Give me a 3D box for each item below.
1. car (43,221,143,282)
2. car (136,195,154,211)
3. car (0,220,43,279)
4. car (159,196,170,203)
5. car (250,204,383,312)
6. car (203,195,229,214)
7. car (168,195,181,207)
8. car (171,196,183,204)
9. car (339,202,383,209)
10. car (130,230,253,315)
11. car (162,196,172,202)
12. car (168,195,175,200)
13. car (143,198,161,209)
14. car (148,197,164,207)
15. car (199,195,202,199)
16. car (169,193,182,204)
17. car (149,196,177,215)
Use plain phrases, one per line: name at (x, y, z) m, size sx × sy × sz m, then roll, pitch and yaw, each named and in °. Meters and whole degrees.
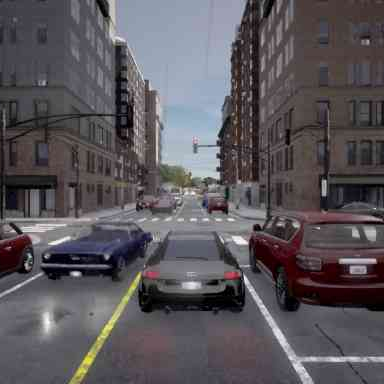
car at (-2.543, 1.600, 9.938) m, size 1.895 × 1.301 × 4.718 m, roll 0°, pitch 0°, yaw 4°
car at (-5.476, 1.313, 40.201) m, size 2.192 × 1.841 × 5.009 m, roll 0°, pitch 0°, yaw 0°
car at (-5.397, 1.440, 7.642) m, size 1.967 × 1.590 × 4.097 m, roll 0°, pitch 0°, yaw 0°
car at (-5.505, 1.540, 67.720) m, size 1.887 × 1.381 × 4.507 m, roll 0°, pitch 0°, yaw 0°
car at (2.628, 1.315, 7.654) m, size 2.192 × 1.841 × 5.009 m, roll 0°, pitch 0°, yaw 0°
car at (2.651, 1.313, 34.710) m, size 2.192 × 1.841 × 5.009 m, roll 0°, pitch 0°, yaw 0°
car at (-2.891, 1.489, 43.284) m, size 2.128 × 1.511 × 4.902 m, roll 0°, pitch 0°, yaw 0°
car at (-2.849, 1.560, 63.222) m, size 1.994 × 1.385 × 4.181 m, roll 0°, pitch 0°, yaw 1°
car at (10.634, 1.470, 22.690) m, size 4.892 × 1.490 × 1.837 m, roll 0°, pitch 0°, yaw -2°
car at (0.014, 1.564, 7.677) m, size 1.994 × 1.385 × 4.181 m, roll 0°, pitch 0°, yaw 1°
car at (-5.511, 1.540, 73.223) m, size 1.887 × 1.381 × 4.507 m, roll 0°, pitch 0°, yaw 0°
car at (-5.528, 1.575, 89.735) m, size 1.802 × 1.307 × 4.206 m, roll 0°, pitch 0°, yaw 0°
car at (-5.482, 1.563, 45.705) m, size 1.947 × 1.339 × 4.313 m, roll 0°, pitch 0°, yaw 0°
car at (-5.488, 1.548, 51.209) m, size 2.008 × 1.369 × 4.403 m, roll 0°, pitch 0°, yaw 0°
car at (2.614, 1.312, 51.222) m, size 2.192 × 1.841 × 5.009 m, roll 0°, pitch 0°, yaw 0°
car at (-2.845, 1.218, 53.163) m, size 2.150 × 2.045 × 5.566 m, roll 0°, pitch 0°, yaw 1°
car at (-2.894, 1.476, 33.729) m, size 1.882 × 1.535 × 5.008 m, roll 0°, pitch 0°, yaw 0°
